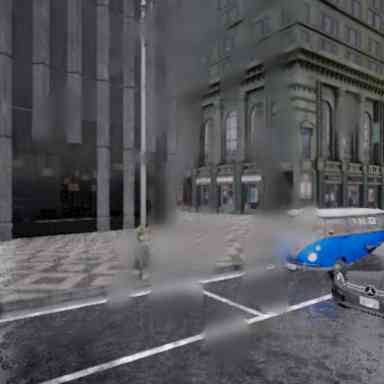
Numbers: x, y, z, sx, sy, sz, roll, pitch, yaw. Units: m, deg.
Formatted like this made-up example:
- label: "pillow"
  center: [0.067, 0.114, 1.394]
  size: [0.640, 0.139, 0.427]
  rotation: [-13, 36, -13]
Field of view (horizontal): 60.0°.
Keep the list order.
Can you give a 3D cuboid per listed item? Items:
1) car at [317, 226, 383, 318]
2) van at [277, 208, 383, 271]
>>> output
- label: "car"
  center: [4.799, 1.557, 6.801]
  size: [4.674, 1.442, 1.812]
  rotation: [0, 0, -36]
- label: "van"
  center: [4.236, 1.377, 9.673]
  size: [3.998, 1.788, 1.690]
  rotation: [0, 0, -35]
